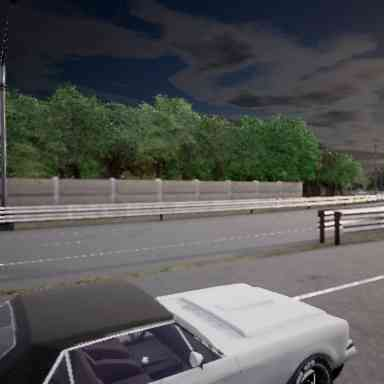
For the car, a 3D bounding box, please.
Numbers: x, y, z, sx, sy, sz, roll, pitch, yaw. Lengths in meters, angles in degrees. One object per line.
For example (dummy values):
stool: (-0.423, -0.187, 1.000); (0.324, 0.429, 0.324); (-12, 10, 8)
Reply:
car: (-0.605, 1.599, 3.194); (4.718, 1.301, 1.895); (-1, 0, -31)
